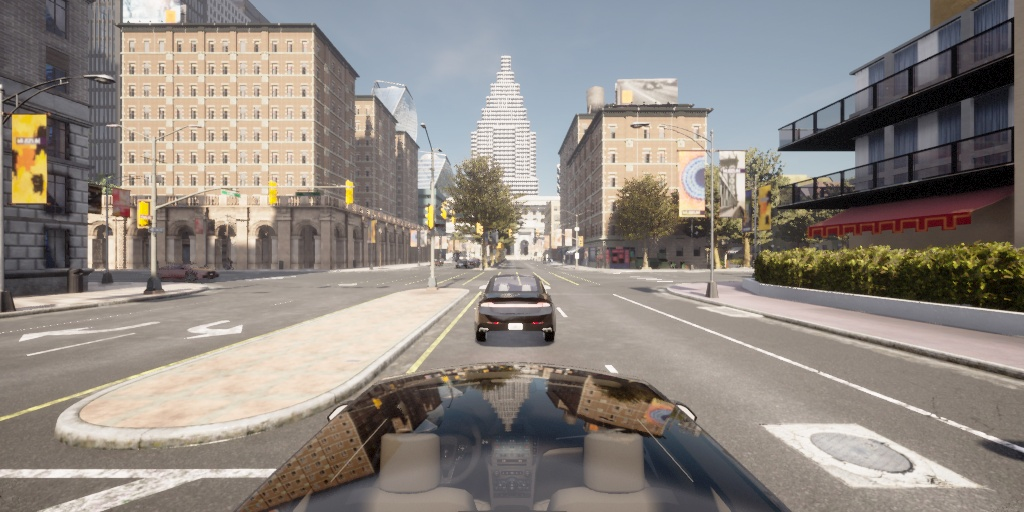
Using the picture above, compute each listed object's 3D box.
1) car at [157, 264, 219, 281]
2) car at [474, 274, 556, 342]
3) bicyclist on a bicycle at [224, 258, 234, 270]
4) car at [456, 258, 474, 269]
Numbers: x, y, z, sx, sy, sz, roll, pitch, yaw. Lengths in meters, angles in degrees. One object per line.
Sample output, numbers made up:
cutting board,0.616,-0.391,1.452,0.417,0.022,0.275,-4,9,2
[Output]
car,-26.566,1.313,29.297,4.181,1.385,1.994,0,0,0
car,0.083,1.242,9.815,2.128,1.511,4.902,0,0,0
bicyclist on a bicycle,-37.237,1.050,47.226,0.582,1.620,1.656,0,0,0
car,-8.002,1.241,58.564,2.128,1.511,4.902,0,0,0
